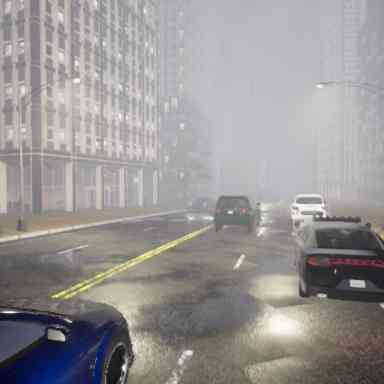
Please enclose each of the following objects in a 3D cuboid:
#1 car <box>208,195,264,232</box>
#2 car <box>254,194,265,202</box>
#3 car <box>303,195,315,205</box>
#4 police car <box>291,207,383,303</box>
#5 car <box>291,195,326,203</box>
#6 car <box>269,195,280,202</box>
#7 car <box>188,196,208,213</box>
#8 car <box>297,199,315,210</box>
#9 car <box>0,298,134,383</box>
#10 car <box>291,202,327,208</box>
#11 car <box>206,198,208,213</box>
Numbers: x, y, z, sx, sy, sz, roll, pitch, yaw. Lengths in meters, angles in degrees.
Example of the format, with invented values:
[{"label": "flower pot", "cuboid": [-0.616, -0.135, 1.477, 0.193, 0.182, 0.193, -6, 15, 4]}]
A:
[{"label": "car", "cuboid": [2.879, 1.191, 20.318, 2.150, 2.045, 5.566, 0, 0, 18]}, {"label": "car", "cuboid": [15.071, 1.341, 74.078, 1.882, 1.535, 5.008, 0, 0, 15]}, {"label": "car", "cuboid": [20.617, 1.392, 58.870, 1.882, 1.535, 5.008, 0, 0, 18]}, {"label": "police car", "cuboid": [3.596, 1.417, 8.377, 1.930, 1.638, 5.238, 0, 0, 15]}, {"label": "car", "cuboid": [8.133, 1.201, 23.223, 2.150, 2.045, 5.566, 0, 0, 19]}, {"label": "car", "cuboid": [17.222, 1.407, 69.670, 1.812, 1.442, 4.674, 0, 0, 17]}, {"label": "car", "cuboid": [1.253, 1.282, 35.766, 2.097, 1.767, 4.553, 0, 0, 21]}, {"label": "car", "cuboid": [14.720, 1.549, 42.895, 1.895, 1.301, 4.718, 0, 0, 22]}, {"label": "car", "cuboid": [-2.046, 1.560, 2.579, 1.994, 1.385, 4.181, 0, 0, 13]}, {"label": "car", "cuboid": [6.296, 1.508, 17.635, 1.812, 1.442, 4.674, 0, 0, 17]}, {"label": "car", "cuboid": [3.167, 1.451, 31.649, 1.837, 1.490, 4.892, 0, 0, 20]}]
